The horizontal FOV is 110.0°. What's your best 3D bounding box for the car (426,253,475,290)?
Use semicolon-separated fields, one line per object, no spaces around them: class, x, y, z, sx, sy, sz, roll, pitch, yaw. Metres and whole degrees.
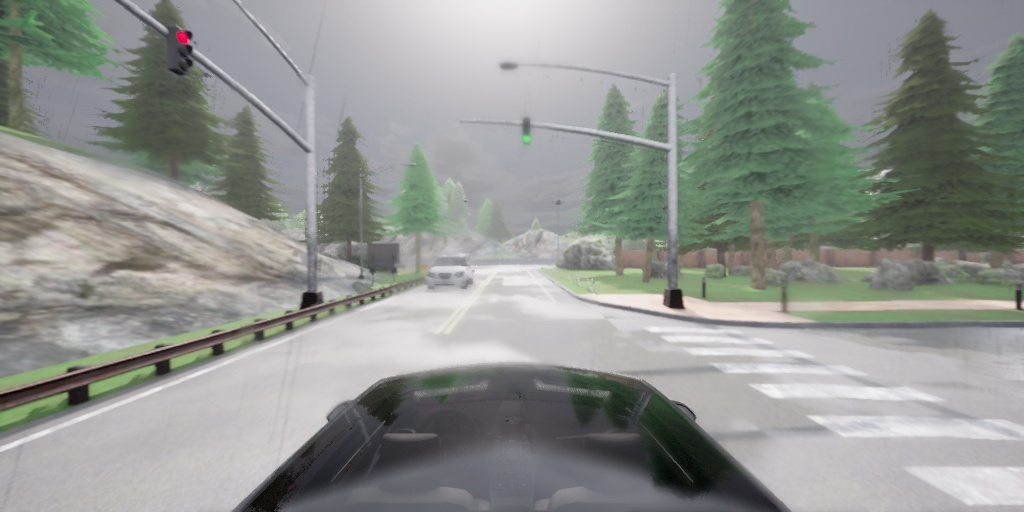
car;-3.518;0.879;21.472;2.150;2.045;5.566;0;2;0
